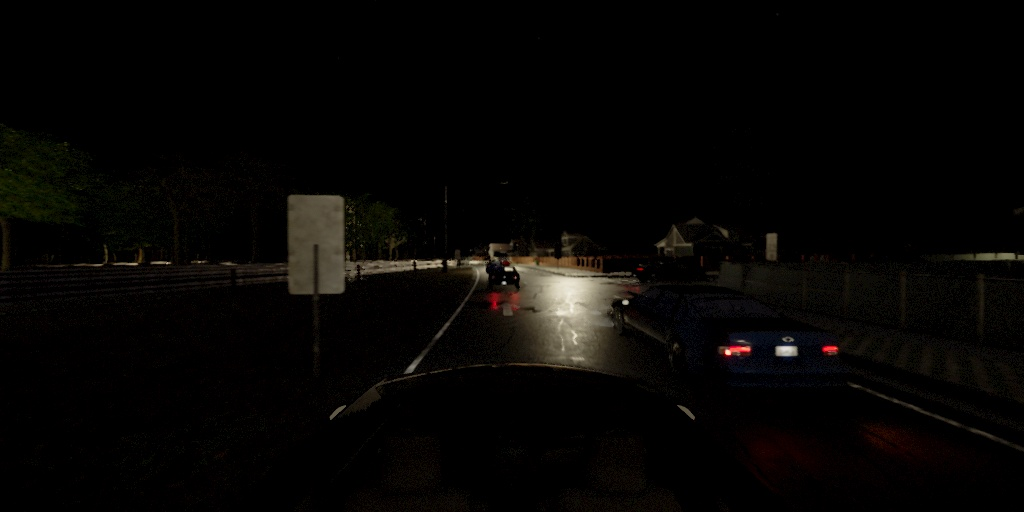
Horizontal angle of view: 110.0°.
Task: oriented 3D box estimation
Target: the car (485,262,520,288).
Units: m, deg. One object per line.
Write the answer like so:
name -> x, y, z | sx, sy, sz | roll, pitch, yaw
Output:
car -> -0.566, 1.267, 22.996 | 1.895, 1.301, 4.718 | 0, 0, -3

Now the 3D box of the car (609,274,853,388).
car -> 3.531, 1.274, 7.164 | 2.033, 1.411, 5.357 | 0, 0, -1

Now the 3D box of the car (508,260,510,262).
car -> -1.483, 1.132, 62.562 | 1.994, 1.385, 4.181 | 0, 0, -10

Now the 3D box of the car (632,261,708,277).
car -> 10.437, 1.046, 23.772 | 4.902, 1.511, 2.128 | -1, 1, -7

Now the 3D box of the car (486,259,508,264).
car -> -1.887, 1.167, 39.365 | 1.994, 1.385, 4.181 | 0, 0, -6

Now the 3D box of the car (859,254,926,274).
car -> 29.138, 0.646, 27.561 | 4.553, 1.767, 2.097 | -1, 1, -2
